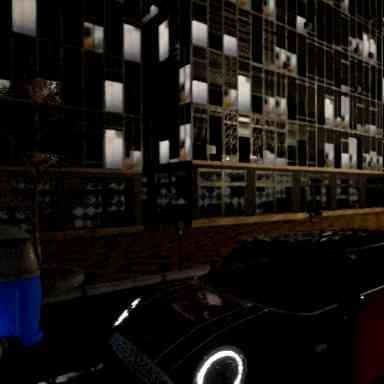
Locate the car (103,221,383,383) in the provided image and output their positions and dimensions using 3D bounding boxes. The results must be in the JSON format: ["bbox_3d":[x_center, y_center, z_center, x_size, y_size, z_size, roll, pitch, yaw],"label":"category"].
[{"bbox_3d":[1.269,1.328,4.160,4.553,1.767,2.097,-1,0,-36],"label":"car"}]

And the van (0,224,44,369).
[{"bbox_3d":[-3.853,1.348,3.809,3.998,1.788,1.690,0,0,-36],"label":"van"}]
